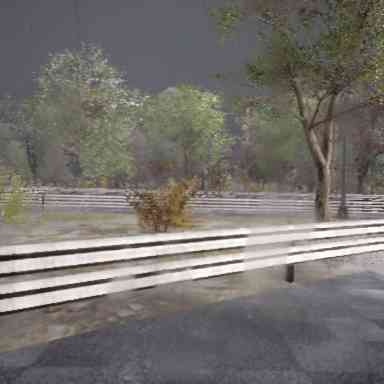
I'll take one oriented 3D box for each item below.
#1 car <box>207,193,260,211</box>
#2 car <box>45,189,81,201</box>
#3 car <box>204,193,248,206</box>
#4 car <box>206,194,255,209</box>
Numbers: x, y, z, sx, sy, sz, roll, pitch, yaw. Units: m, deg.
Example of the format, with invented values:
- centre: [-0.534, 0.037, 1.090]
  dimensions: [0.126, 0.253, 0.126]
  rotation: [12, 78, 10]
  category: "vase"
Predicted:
- centre: [3.828, 1.024, 30.236]
  dimensions: [4.718, 1.301, 1.895]
  rotation: [1, 2, 0]
  category: "car"
- centre: [-14.243, 0.340, 37.106]
  dimensions: [4.181, 1.385, 1.994]
  rotation: [1, 2, 0]
  category: "car"
- centre: [3.785, 0.818, 37.232]
  dimensions: [4.718, 1.301, 1.895]
  rotation: [1, 2, 0]
  category: "car"
- centre: [3.806, 0.921, 33.734]
  dimensions: [4.718, 1.301, 1.895]
  rotation: [1, 2, 0]
  category: "car"
